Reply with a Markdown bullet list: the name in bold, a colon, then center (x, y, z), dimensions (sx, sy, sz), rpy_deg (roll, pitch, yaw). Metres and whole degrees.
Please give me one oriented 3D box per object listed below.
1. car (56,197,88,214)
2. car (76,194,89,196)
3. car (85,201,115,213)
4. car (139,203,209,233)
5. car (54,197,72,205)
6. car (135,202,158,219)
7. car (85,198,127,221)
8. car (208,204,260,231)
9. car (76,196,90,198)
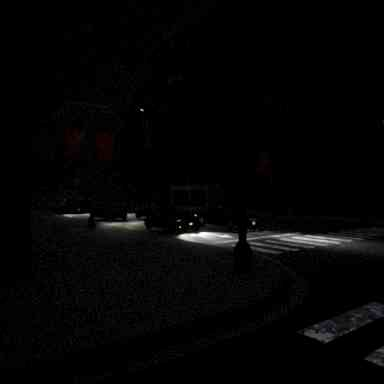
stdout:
- **car**: center (-13.400, 1.637, 37.185), dimensions (1.837, 1.490, 4.892), rpy_deg (0, 0, -35)
- **car**: center (-21.955, 1.477, 66.112), dimensions (2.150, 2.045, 5.566), rpy_deg (0, 0, -36)
- **car**: center (-10.972, 1.741, 39.373), dimensions (1.895, 1.301, 4.718), rpy_deg (0, 0, -36)
- **car**: center (-1.222, 1.617, 20.224), dimensions (1.994, 1.385, 4.181), rpy_deg (0, 0, -36)
- **car**: center (-25.238, 1.743, 65.108), dimensions (2.128, 1.511, 4.902), rpy_deg (0, 0, -36)
- **car**: center (-3.300, 1.616, 28.687), dimensions (1.812, 1.442, 4.674), rpy_deg (0, 0, -36)
- **car**: center (-7.278, 1.571, 28.654), dimensions (1.882, 1.535, 5.008), rpy_deg (0, 0, -36)
- **car**: center (2.116, 1.546, 21.174), dimensions (2.128, 1.511, 4.902), rpy_deg (0, 0, -36)
- **car**: center (-19.163, 1.817, 56.659), dimensions (1.895, 1.301, 4.718), rpy_deg (0, 0, -36)
